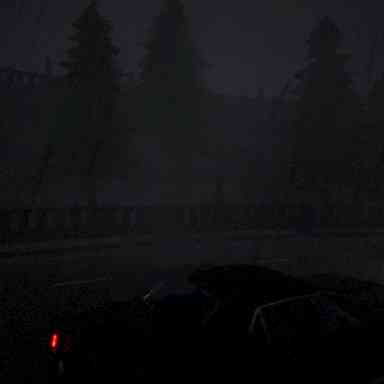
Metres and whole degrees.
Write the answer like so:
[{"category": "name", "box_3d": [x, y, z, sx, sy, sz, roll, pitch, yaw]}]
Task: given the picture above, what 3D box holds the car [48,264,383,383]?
[{"category": "car", "box_3d": [0.898, 1.593, 3.970, 4.718, 1.301, 1.895, 0, 0, -27]}]
